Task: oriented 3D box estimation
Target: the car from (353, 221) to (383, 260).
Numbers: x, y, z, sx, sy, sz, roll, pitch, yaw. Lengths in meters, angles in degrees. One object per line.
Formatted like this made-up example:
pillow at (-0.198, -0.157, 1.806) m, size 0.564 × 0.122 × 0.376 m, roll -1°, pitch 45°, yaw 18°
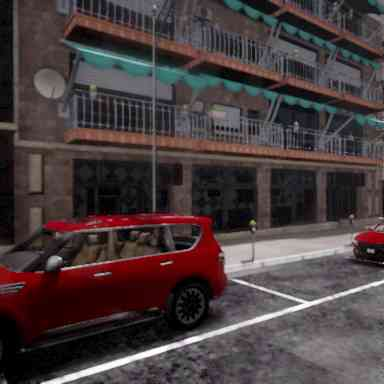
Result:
car at (7.560, 1.662, 11.964) m, size 4.507 × 1.381 × 1.887 m, roll 1°, pitch -1°, yaw -35°

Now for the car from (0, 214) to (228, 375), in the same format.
car at (-1.666, 1.330, 5.390) m, size 5.009 × 1.841 × 2.192 m, roll 1°, pitch -1°, yaw -35°
